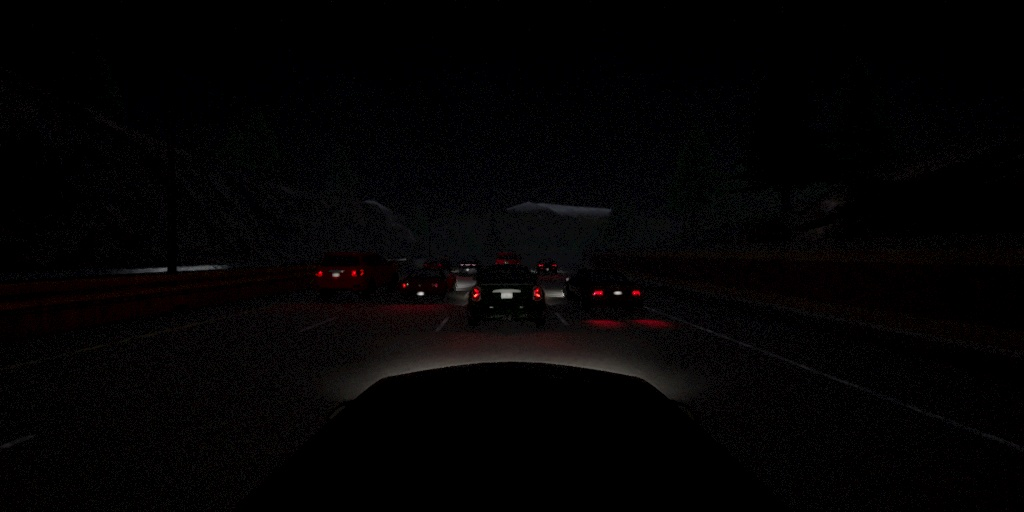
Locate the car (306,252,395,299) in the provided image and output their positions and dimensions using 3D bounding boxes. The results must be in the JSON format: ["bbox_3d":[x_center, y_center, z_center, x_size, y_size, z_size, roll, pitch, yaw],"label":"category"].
[{"bbox_3d":[-7.331,0.849,17.473,2.150,2.045,5.566,0,1,-1],"label":"car"}]

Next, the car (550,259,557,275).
[{"bbox_3d":[3.353,1.004,34.651,1.812,1.442,4.674,0,0,3],"label":"car"}]

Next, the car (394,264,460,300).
[{"bbox_3d":[-3.817,1.229,16.967,1.895,1.301,4.718,0,0,-1],"label":"car"}]

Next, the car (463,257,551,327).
[{"bbox_3d":[-0.181,1.023,11.323,2.097,1.767,4.553,0,0,-1],"label":"car"}]

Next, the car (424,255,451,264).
[{"bbox_3d":[-7.144,0.963,34.901,1.882,1.535,5.008,0,0,3],"label":"car"}]

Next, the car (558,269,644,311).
[{"bbox_3d":[3.263,1.196,13.793,2.033,1.411,5.357,0,1,-1],"label":"car"}]

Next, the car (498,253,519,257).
[{"bbox_3d":[-0.280,0.718,32.808,2.150,2.045,5.566,0,0,3],"label":"car"}]

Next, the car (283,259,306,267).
[{"bbox_3d":[-27.296,1.007,46.660,1.895,1.301,4.718,0,0,8],"label":"car"}]

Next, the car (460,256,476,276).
[{"bbox_3d":[-3.720,0.984,33.551,2.128,1.511,4.902,0,0,3],"label":"car"}]
